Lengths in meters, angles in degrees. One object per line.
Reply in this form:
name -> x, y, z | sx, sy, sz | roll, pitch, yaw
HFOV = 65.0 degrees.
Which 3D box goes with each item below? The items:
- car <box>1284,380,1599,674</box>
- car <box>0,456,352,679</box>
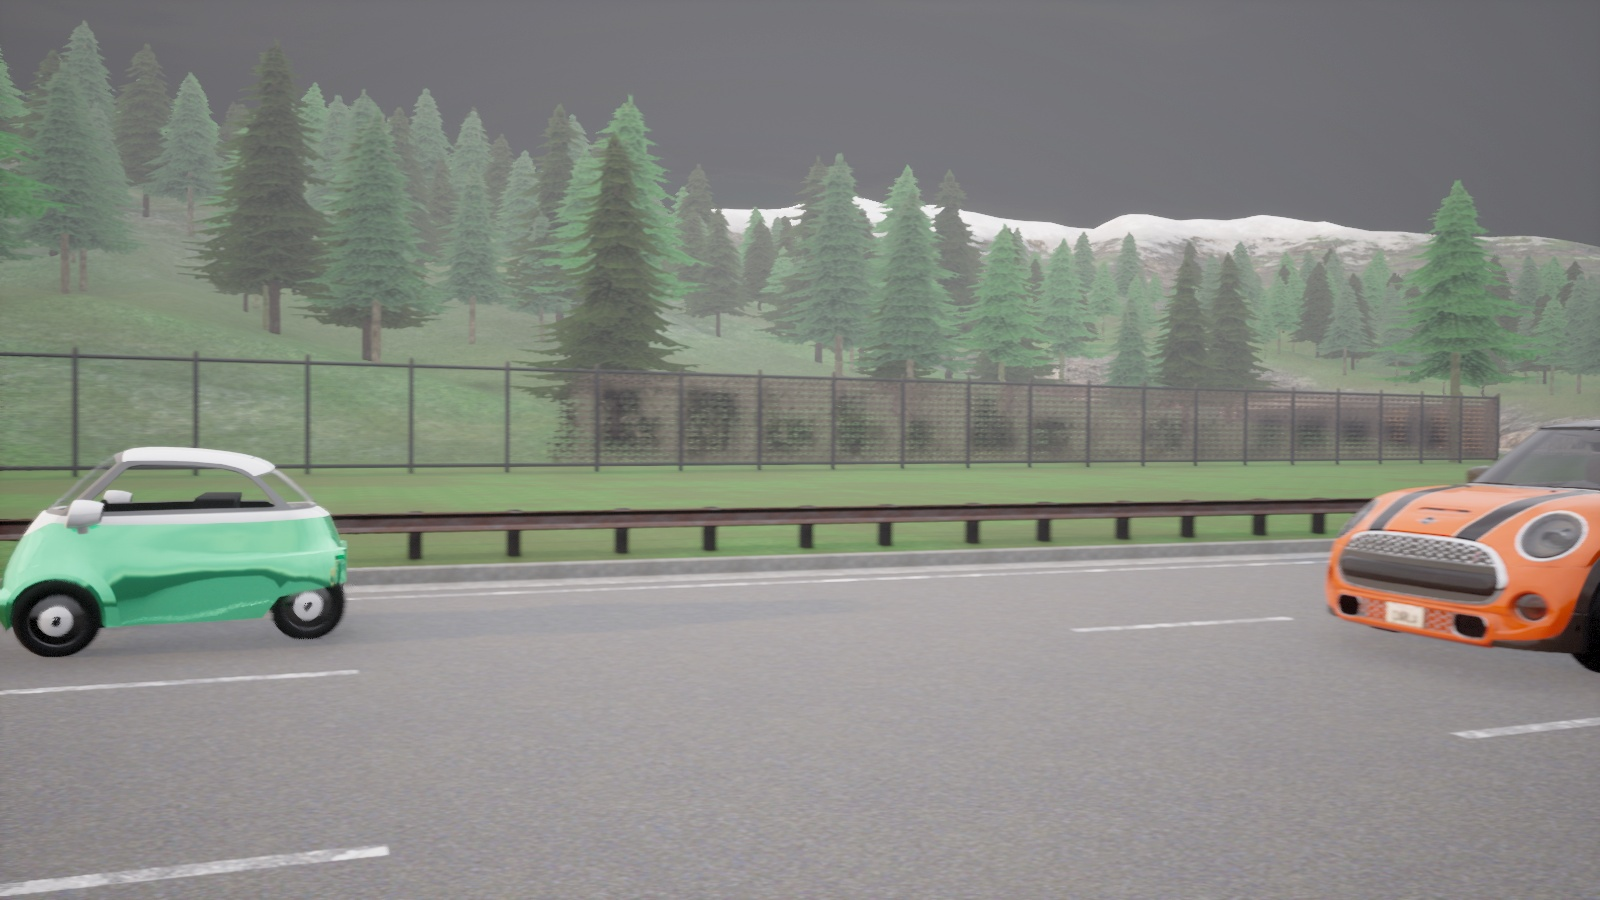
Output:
car -> 6.168, 0.410, 9.322 | 4.553, 1.767, 2.097 | -1, 1, -21
car -> -4.420, 0.753, 9.049 | 2.207, 1.376, 1.481 | -1, 1, -21
